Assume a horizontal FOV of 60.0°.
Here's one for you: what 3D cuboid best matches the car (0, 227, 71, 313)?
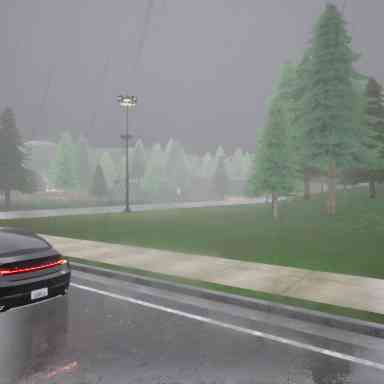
[{"bbox_3d":[-4.605,1.505,7.153,4.892,1.490,1.837,0,0,35],"label":"car"}]
